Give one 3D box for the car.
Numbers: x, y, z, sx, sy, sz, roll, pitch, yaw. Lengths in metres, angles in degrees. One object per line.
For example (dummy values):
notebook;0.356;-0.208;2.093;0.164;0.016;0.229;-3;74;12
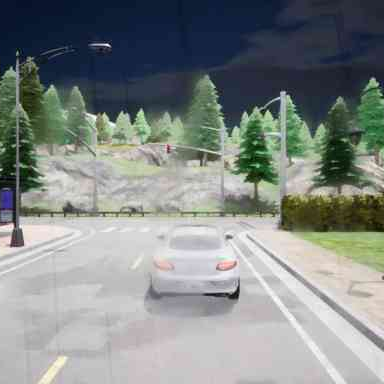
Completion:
car;0.077;1.526;8.310;1.812;1.442;4.674;0;0;1
